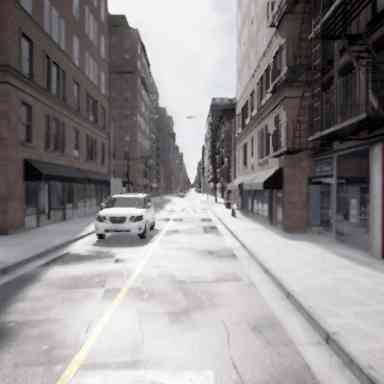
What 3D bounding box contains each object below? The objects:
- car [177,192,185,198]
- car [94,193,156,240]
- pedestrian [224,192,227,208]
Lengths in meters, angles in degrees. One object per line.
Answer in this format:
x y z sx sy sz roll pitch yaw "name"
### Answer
-2.947 0.772 90.248 2.033 1.411 5.357 0 1 0 "car"
-3.099 1.091 16.539 2.150 2.045 5.566 0 1 0 "car"
3.633 0.852 36.206 0.375 1.860 0.375 0 0 0 "pedestrian"
